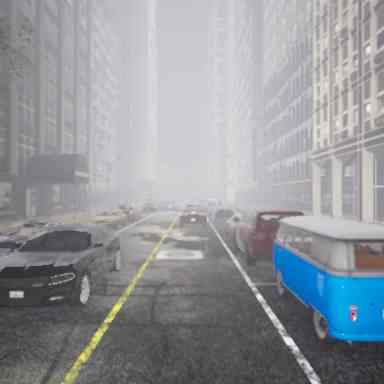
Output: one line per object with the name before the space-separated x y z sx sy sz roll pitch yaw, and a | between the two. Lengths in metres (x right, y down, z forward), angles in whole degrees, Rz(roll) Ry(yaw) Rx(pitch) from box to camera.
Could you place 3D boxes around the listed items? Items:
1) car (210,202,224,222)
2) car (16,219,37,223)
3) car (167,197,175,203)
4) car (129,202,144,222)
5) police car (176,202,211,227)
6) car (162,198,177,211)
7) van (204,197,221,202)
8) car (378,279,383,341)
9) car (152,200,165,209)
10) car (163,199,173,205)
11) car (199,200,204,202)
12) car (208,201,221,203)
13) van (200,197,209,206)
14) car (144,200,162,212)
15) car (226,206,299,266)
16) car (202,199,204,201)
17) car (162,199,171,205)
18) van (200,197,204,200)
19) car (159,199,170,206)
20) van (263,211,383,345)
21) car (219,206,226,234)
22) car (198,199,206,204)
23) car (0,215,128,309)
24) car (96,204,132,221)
car | 2.669 1.856 29.085 2.008 1.369 4.403 0 -1 0
car | -5.701 1.680 11.986 2.008 1.369 4.403 0 -1 0
car | -5.752 2.311 91.761 1.967 1.590 4.097 0 0 0
car | -5.712 1.745 29.082 1.967 1.590 4.097 0 -1 0
police car | 0.083 1.772 25.294 2.038 1.542 4.974 0 -1 0
car | -3.115 1.984 48.958 2.128 1.511 4.902 0 0 0
van | 2.662 1.756 40.483 1.690 1.788 3.998 0 -1 0
car | 2.687 1.535 0.762 1.752 1.417 4.829 0 -1 0
car | -5.730 2.154 57.570 1.802 1.307 4.206 0 -1 0
car | -5.745 2.326 80.363 2.008 1.369 4.403 0 0 0
car | 0.073 1.989 41.520 1.994 1.385 4.181 0 -1 0
car | 2.666 1.943 34.782 1.802 1.307 4.206 0 -1 0
van | 2.643 2.017 68.974 1.690 1.788 3.998 0 -1 0
car | -5.722 2.034 46.174 1.947 1.339 4.313 0 -1 0
car | 2.680 1.445 11.991 2.192 1.841 5.009 0 -1 0
car | 2.658 2.013 46.178 1.887 1.381 4.507 0 -1 0
car | -5.741 2.308 74.665 1.802 1.307 4.206 0 -1 0
van | 2.647 1.966 63.274 1.690 1.788 3.998 0 -1 0
car | -5.738 2.221 68.967 1.887 1.381 4.507 0 -1 0
van | 2.683 1.410 6.292 1.690 1.788 3.998 0 -1 0
car | 2.677 1.717 17.856 1.752 1.417 4.829 0 -1 0
car | 2.632 2.389 86.067 1.947 1.339 4.313 0 0 0
car | -3.106 1.569 8.388 1.882 1.535 5.008 0 -1 0
car | -5.708 1.771 23.211 1.752 1.417 4.829 0 -1 0
